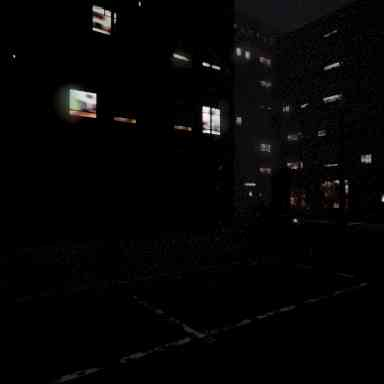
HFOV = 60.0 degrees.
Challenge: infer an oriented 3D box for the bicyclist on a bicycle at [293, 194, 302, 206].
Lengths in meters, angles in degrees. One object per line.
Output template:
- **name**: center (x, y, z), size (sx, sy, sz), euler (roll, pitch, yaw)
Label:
- **bicyclist on a bicycle**: center (11.514, 1.011, 36.229), size (1.656, 1.620, 0.582), euler (0, 1, -36)

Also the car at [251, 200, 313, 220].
- **car**: center (7.263, 1.369, 27.216), size (1.895, 1.301, 4.718), euler (0, 1, -36)

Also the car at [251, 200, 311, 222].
- **car**: center (6.267, 1.342, 24.208), size (2.008, 1.369, 4.403), euler (1, 0, -36)
